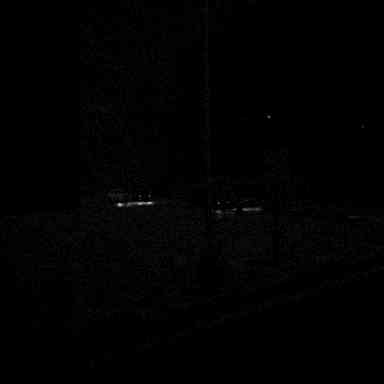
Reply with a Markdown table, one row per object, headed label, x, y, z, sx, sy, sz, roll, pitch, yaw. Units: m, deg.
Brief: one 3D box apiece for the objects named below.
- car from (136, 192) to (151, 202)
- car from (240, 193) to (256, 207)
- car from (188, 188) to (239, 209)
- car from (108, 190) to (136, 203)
| label | x | y | z | sx | sy | sz | roll | pitch | yaw |
| --- | --- | --- | --- | --- | --- | --- | --- | --- | --- |
| car | -8.572 | 0.712 | 54.461 | 2.097 | 1.767 | 4.553 | -1 | 1 | -35 |
| car | 4.610 | 0.812 | 35.630 | 1.882 | 1.535 | 5.008 | -1 | 1 | -35 |
| car | 1.805 | 0.619 | 33.958 | 2.150 | 2.045 | 5.566 | -1 | 1 | -35 |
| car | -11.631 | 0.640 | 53.168 | 2.150 | 2.045 | 5.566 | -1 | 1 | -35 |
